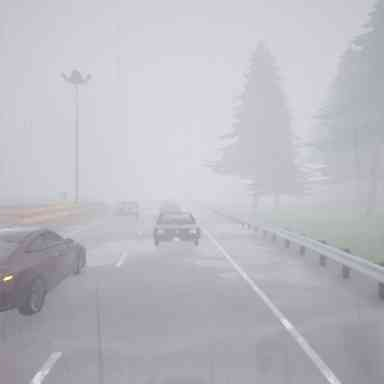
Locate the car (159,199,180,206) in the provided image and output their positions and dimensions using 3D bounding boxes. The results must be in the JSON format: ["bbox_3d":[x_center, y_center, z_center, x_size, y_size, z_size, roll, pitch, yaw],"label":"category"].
[{"bbox_3d":[-2.045,1.366,30.564,1.812,1.442,4.674,0,0,-6],"label":"car"}]

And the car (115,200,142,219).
[{"bbox_3d":[-5.257,1.405,27.684,2.033,1.411,5.357,0,0,-5],"label":"car"}]

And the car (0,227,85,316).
[{"bbox_3d":[-3.758,1.492,7.280,1.812,1.442,4.674,0,0,-3],"label":"car"}]

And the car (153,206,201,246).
[{"bbox_3d":[-0.726,1.523,14.884,1.895,1.301,4.718,0,0,-4],"label":"car"}]
